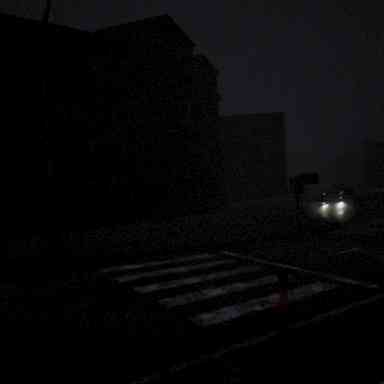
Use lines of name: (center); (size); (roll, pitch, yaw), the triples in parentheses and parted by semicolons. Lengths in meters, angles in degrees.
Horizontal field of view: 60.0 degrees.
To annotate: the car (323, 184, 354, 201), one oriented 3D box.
car: (15.307, -0.022, 34.783); (2.097, 1.767, 4.553); (-1, 3, 40)
